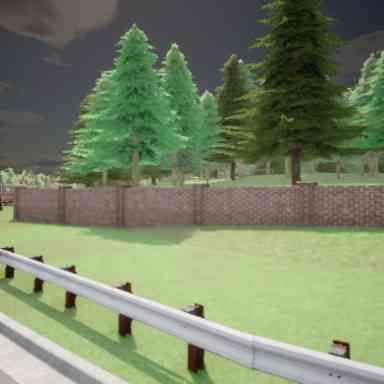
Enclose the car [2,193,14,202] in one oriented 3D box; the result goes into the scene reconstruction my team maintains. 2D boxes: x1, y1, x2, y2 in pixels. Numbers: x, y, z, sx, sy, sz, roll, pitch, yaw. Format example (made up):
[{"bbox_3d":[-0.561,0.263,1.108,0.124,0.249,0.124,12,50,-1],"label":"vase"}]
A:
[{"bbox_3d":[-46.345,1.547,83.343,2.097,1.767,4.553,0,0,-17],"label":"car"}]
